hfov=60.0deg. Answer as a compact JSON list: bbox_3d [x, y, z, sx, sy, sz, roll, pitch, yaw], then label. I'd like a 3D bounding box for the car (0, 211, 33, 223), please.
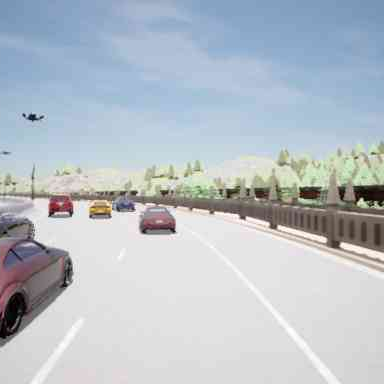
[{"bbox_3d":[-8.161,1.523,13.872,2.128,1.511,4.902,0,0,-8],"label":"car"}]

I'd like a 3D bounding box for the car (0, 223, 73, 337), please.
[{"bbox_3d":[-3.839,1.579,6.594,1.994,1.385,4.181,0,0,-4],"label":"car"}]

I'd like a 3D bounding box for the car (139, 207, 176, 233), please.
[{"bbox_3d":[-2.159,1.572,20.021,1.994,1.385,4.181,0,0,-11],"label":"car"}]

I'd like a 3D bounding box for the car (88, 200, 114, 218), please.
[{"bbox_3d":[-8.661,1.510,31.232,1.882,1.535,5.008,0,0,-17],"label":"car"}]

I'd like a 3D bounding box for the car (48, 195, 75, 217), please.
[{"bbox_3d":[-12.831,1.270,32.715,2.150,2.045,5.566,0,0,-20],"label":"car"}]

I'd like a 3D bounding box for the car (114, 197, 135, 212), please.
[{"bbox_3d":[-8.419,1.383,40.475,2.097,1.767,4.553,0,0,-22],"label":"car"}]
